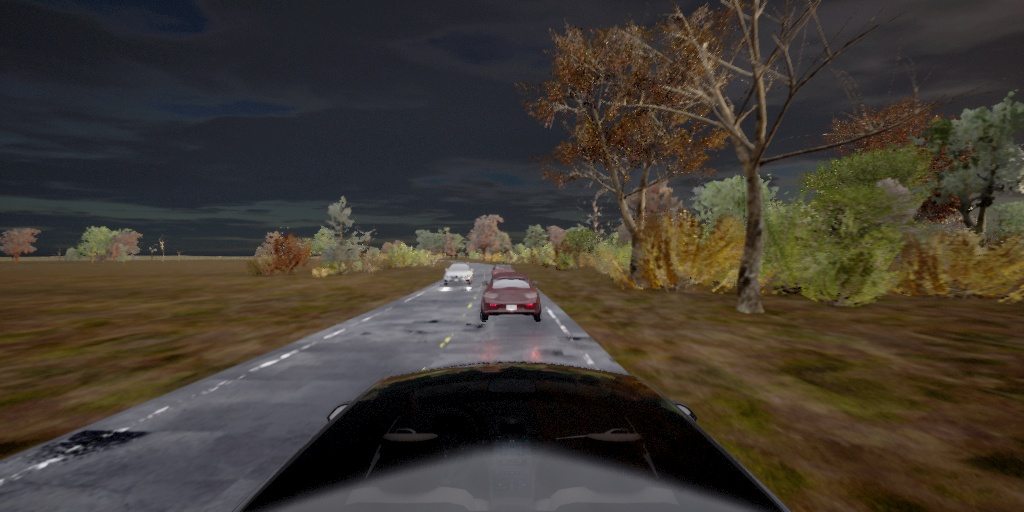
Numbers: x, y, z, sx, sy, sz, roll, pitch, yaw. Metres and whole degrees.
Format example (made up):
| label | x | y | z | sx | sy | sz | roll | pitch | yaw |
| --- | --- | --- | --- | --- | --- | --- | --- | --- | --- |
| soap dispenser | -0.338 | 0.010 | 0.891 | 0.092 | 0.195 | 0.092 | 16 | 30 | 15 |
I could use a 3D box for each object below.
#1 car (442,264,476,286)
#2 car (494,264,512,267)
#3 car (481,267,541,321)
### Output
| label | x | y | z | sx | sy | sz | roll | pitch | yaw |
| --- | --- | --- | --- | --- | --- | --- | --- | --- | --- |
| car | -3.739 | 1.289 | 25.697 | 1.812 | 1.442 | 4.674 | 0 | 0 | -3 |
| car | -0.794 | 1.364 | 30.163 | 1.895 | 1.301 | 4.718 | 0 | 0 | -3 |
| car | -0.062 | 1.279 | 12.344 | 1.812 | 1.442 | 4.674 | 0 | 0 | -1 |
